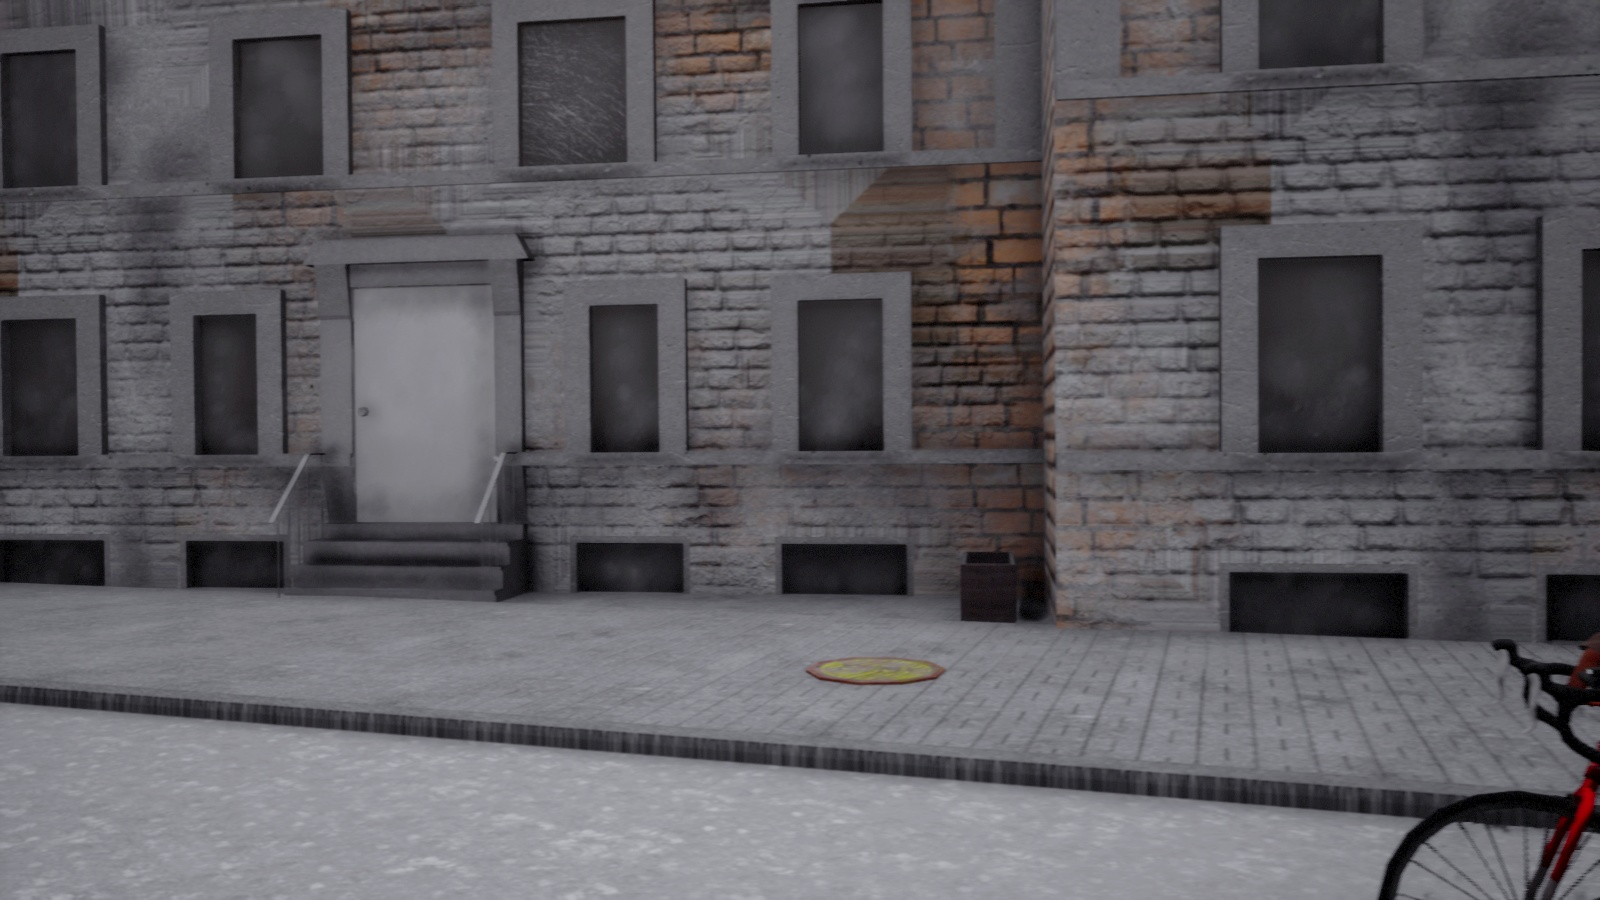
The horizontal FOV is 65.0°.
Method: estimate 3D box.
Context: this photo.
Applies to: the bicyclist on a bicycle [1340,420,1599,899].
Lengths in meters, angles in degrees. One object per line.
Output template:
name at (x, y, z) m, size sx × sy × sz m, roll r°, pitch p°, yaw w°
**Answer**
bicyclist on a bicycle at (2.204, 0.737, 2.978) m, size 1.656 × 1.620 × 0.582 m, roll 0°, pitch 1°, yaw 19°
